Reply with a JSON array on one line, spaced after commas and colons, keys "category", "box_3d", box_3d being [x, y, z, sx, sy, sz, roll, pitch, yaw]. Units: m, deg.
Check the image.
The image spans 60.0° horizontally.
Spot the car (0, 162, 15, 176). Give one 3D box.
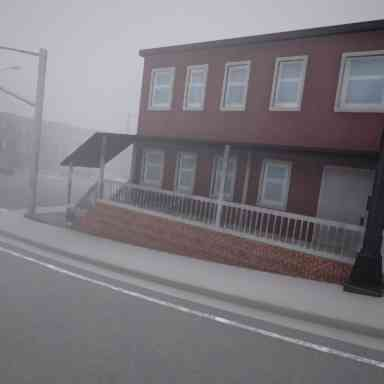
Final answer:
[{"category": "car", "box_3d": [-20.197, -2.459, 33.468, 1.994, 1.385, 4.181, 10, 6, 35]}]

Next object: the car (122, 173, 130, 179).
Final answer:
[{"category": "car", "box_3d": [-8.040, -2.463, 50.257, 2.033, 1.411, 5.357, 10, 6, 36]}]

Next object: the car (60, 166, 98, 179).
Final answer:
[{"category": "car", "box_3d": [-14.149, -2.513, 41.828, 1.837, 1.490, 4.892, 10, 6, 35]}]
